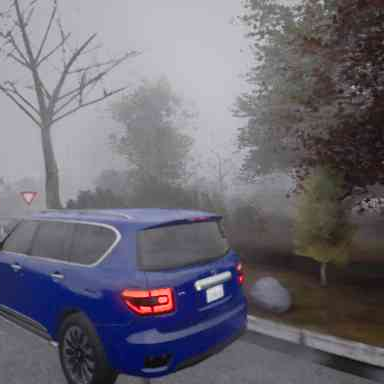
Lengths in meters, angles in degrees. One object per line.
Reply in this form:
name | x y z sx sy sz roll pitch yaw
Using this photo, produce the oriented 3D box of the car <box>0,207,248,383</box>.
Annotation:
car | -1.778 1.279 5.527 5.566 2.045 2.150 -1 -1 40
